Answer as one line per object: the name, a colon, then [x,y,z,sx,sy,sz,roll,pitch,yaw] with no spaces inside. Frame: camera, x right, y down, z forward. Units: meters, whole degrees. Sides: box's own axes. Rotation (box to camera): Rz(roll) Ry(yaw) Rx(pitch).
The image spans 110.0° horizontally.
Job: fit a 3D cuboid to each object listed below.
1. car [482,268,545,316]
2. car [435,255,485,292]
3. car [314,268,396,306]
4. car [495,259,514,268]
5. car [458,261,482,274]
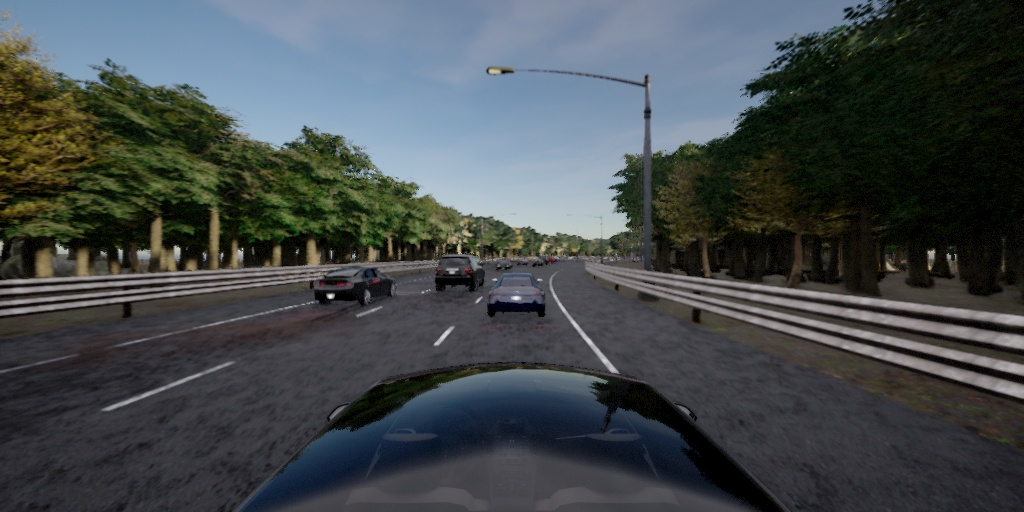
car: [0.190,1.318,13.474,1.994,1.385,4.181,0,0,2]
car: [-3.007,0.971,21.613,2.150,2.045,5.566,0,0,3]
car: [-6.708,1.247,15.861,1.837,1.490,4.892,0,0,2]
car: [-0.881,1.358,49.699,1.895,1.301,4.718,0,0,7]
car: [-4.967,1.315,42.933,1.994,1.385,4.181,0,0,6]
